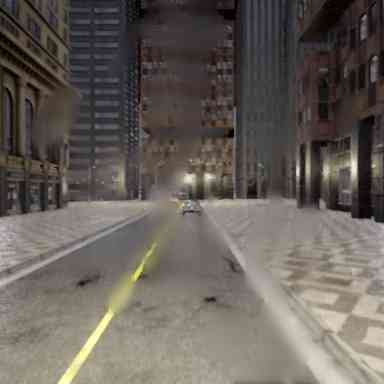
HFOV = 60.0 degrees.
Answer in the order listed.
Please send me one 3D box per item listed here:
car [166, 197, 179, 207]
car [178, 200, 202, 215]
[{"bbox_3d":[-3.021,1.448,51.807,1.882,1.535,5.008,0,0,0],"label":"car"},{"bbox_3d":[0.010,1.527,33.191,2.033,1.411,5.357,0,0,1],"label":"car"}]
